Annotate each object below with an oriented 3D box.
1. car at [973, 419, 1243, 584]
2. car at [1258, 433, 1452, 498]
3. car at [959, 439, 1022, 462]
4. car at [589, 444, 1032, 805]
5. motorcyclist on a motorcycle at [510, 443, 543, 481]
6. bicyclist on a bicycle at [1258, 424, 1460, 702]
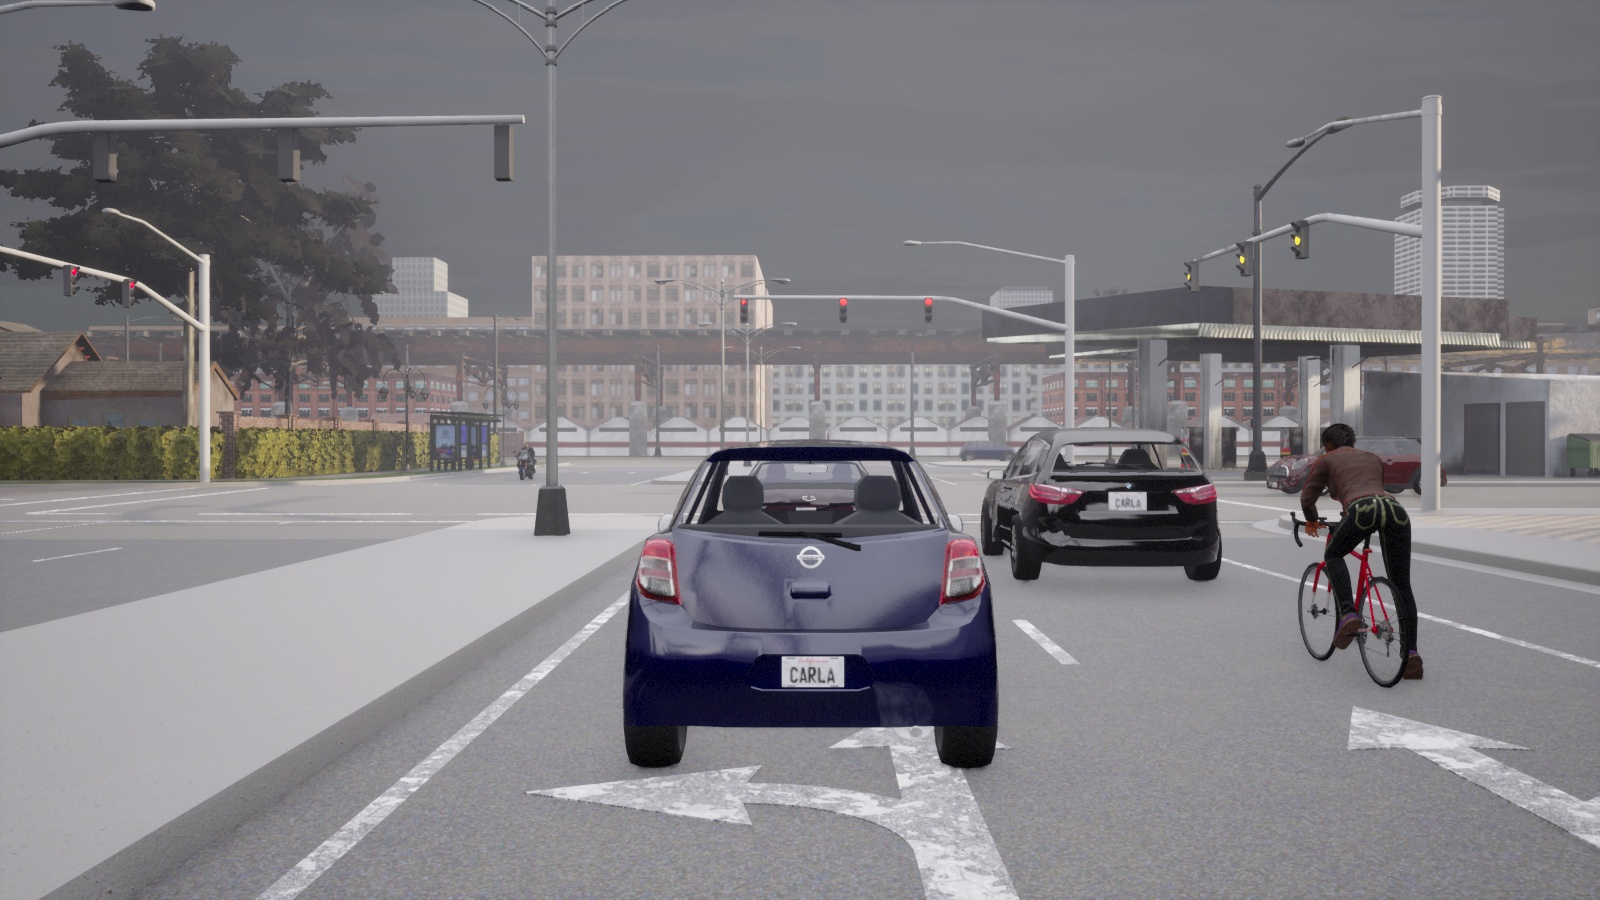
[{"bbox_3d":[3.446,0.508,15.080,2.242,1.667,4.611,0,0,2],"label":"car"},{"bbox_3d":[15.568,0.418,35.392,4.553,1.767,2.097,0,0,-1],"label":"car"},{"bbox_3d":[14.833,0.063,98.019,4.553,1.767,2.097,0,0,0],"label":"car"},{"bbox_3d":[0.056,0.721,7.057,1.845,1.501,3.633,0,0,0],"label":"car"},{"bbox_3d":[-11.184,0.482,51.400,0.866,1.530,2.191,0,0,0],"label":"motorcyclist on a motorcycle"},{"bbox_3d":[3.560,0.656,8.151,0.582,1.620,1.656,0,0,0],"label":"bicyclist on a bicycle"}]
